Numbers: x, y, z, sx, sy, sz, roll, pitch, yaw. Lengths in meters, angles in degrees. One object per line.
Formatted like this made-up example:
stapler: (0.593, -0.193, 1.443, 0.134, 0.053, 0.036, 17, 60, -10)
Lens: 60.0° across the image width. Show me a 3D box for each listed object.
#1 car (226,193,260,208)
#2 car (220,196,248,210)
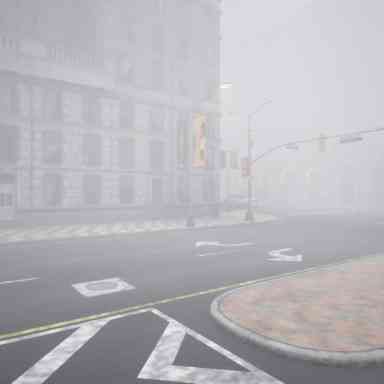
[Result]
car: (6.897, 1.221, 46.378, 2.150, 2.045, 5.566, 0, 0, -37)
car: (4.725, 1.564, 43.414, 1.994, 1.385, 4.181, 0, 0, -36)
